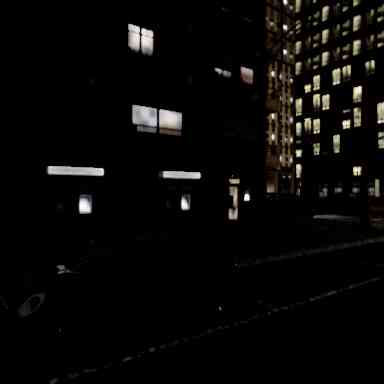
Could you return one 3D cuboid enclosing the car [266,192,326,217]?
[{"bbox_3d":[7.629,0.974,26.746,2.192,1.841,5.009,1,0,-36],"label":"car"}]

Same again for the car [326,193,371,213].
[{"bbox_3d":[14.340,0.980,31.762,2.192,1.841,5.009,1,0,-36],"label":"car"}]

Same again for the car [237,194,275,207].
[{"bbox_3d":[7.758,1.024,40.698,1.947,1.339,4.313,1,0,-36],"label":"car"}]

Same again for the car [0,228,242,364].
[{"bbox_3d":[-1.117,1.436,5.780,4.097,1.590,1.967,0,0,-36],"label":"car"}]

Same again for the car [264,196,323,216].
[{"bbox_3d":[8.852,1.139,29.422,1.837,1.490,4.892,0,1,-36],"label":"car"}]
